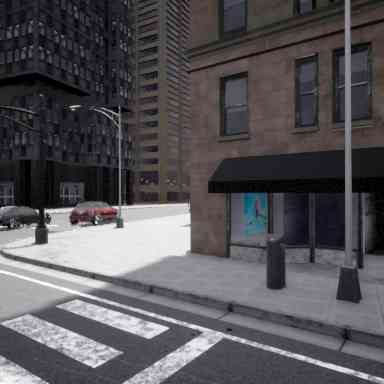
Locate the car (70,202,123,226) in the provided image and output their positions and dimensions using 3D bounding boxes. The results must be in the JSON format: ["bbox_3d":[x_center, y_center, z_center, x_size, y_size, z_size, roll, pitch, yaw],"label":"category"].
[{"bbox_3d":[-7.150,1.523,25.316,2.097,1.767,4.553,0,-1,18],"label":"car"}]

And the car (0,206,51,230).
[{"bbox_3d":[-11.549,1.663,22.234,1.812,1.442,4.674,0,-1,17],"label":"car"}]
